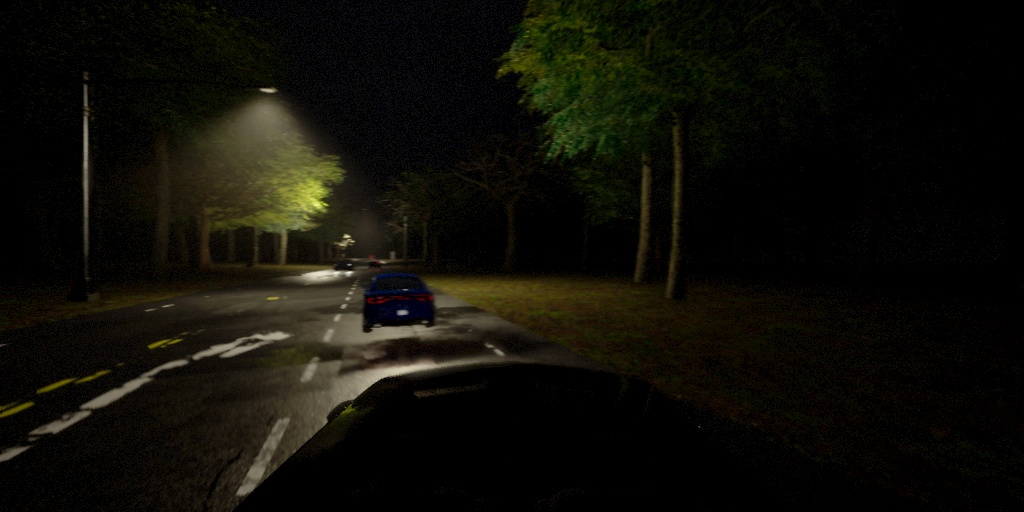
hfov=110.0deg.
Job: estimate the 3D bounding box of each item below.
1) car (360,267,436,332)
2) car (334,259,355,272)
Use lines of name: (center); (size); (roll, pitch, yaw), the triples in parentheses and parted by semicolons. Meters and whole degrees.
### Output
car: (-3.668, 1.287, 11.334); (1.882, 1.535, 5.008); (0, 0, -22)
car: (-23.428, 1.258, 50.239); (2.097, 1.767, 4.553); (0, 0, -16)
